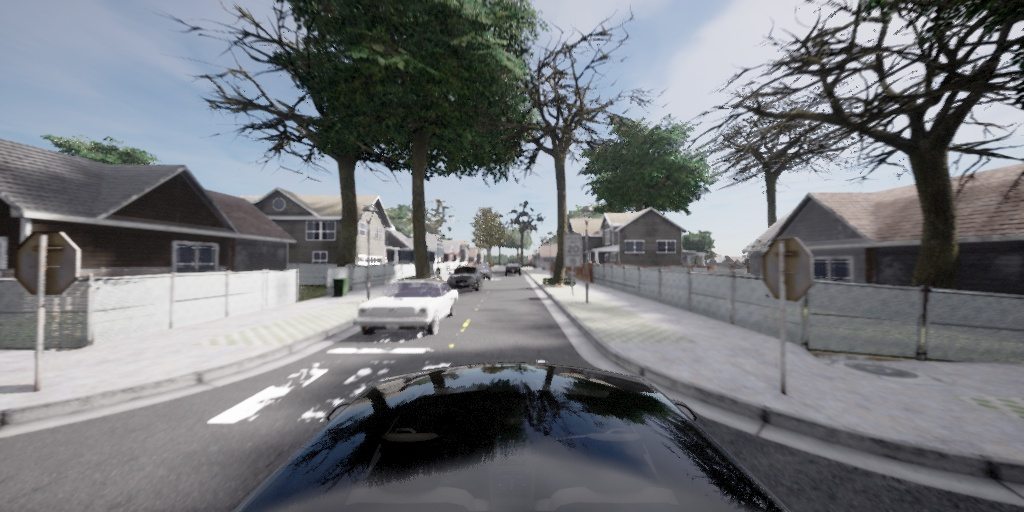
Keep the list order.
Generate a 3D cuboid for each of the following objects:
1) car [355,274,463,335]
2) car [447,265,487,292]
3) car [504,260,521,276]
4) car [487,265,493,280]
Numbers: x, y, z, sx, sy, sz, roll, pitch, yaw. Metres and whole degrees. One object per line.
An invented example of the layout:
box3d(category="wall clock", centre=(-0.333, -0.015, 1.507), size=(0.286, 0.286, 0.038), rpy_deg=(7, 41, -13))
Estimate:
box3d(category="car", centre=(-2.843, 1.386, 10.727), size=(1.895, 1.301, 4.718), rpy_deg=(0, 0, 0))
box3d(category="car", centre=(-2.833, 1.367, 22.606), size=(1.837, 1.490, 4.892), rpy_deg=(0, -1, 0))
box3d(category="car", centre=(0.116, 1.543, 42.765), size=(1.882, 1.535, 5.008), rpy_deg=(0, -1, 0))
box3d(category="car", centre=(-2.826, 1.515, 34.027), size=(2.033, 1.411, 5.357), rpy_deg=(0, -1, 0))
